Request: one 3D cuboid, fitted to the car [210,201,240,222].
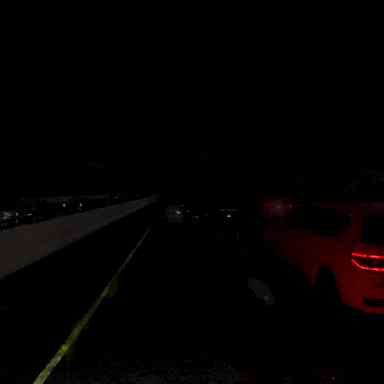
[{"bbox_3d":[2.483,1.478,25.850,2.128,1.511,4.902,0,0,-3],"label":"car"}]

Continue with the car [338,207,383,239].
[{"bbox_3d":[9.892,1.580,17.858,1.895,1.301,4.718,0,0,-3],"label":"car"}]

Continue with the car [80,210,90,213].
[{"bbox_3d":[-12.217,1.357,35.514,2.097,1.767,4.553,0,0,-3],"label":"car"}]

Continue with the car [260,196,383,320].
[{"bbox_3d":[3.358,1.214,7.475,2.150,2.045,5.566,0,0,-2],"label":"car"}]

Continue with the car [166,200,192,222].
[{"bbox_3d":[-1.045,1.556,26.288,1.994,1.385,4.181,0,0,-3],"label":"car"}]

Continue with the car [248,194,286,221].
[{"bbox_3d":[5.980,1.203,26.020,2.150,2.045,5.566,0,0,-3],"label":"car"}]
